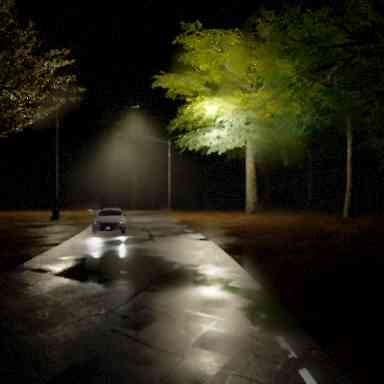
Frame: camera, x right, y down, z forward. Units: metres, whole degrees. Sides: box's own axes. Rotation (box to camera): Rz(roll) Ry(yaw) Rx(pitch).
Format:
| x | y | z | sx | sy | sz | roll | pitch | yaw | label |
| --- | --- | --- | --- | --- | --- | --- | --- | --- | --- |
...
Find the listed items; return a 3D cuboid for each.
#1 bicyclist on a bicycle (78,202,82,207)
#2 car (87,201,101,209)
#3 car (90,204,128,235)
| x | y | z | sx | sy | sz | roll | pitch | yaw | label |
| --- | --- | --- | --- | --- | --- | --- | --- | --- | --- |
| -28.462 | 2.963 | 84.335 | 0.866 | 1.612 | 1.509 | 1 | -2 | -38 | bicyclist on a bicycle |
| -17.629 | 2.362 | 59.804 | 1.837 | 1.490 | 4.892 | 0 | -2 | -26 | car |
| -4.949 | 1.715 | 20.403 | 1.812 | 1.442 | 4.674 | 0 | -1 | -9 | car |
